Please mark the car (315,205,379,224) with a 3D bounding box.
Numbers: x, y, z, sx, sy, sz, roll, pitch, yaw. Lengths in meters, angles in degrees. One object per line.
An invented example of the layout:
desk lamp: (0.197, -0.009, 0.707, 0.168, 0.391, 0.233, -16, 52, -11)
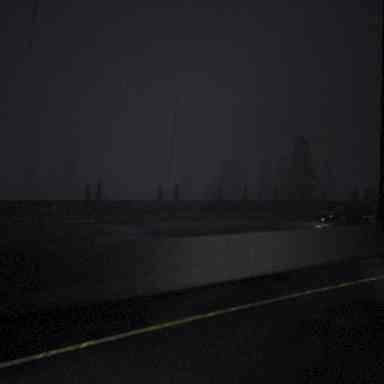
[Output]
car: (12.251, 1.701, 25.804, 5.357, 1.411, 2.033, 1, 0, -21)
